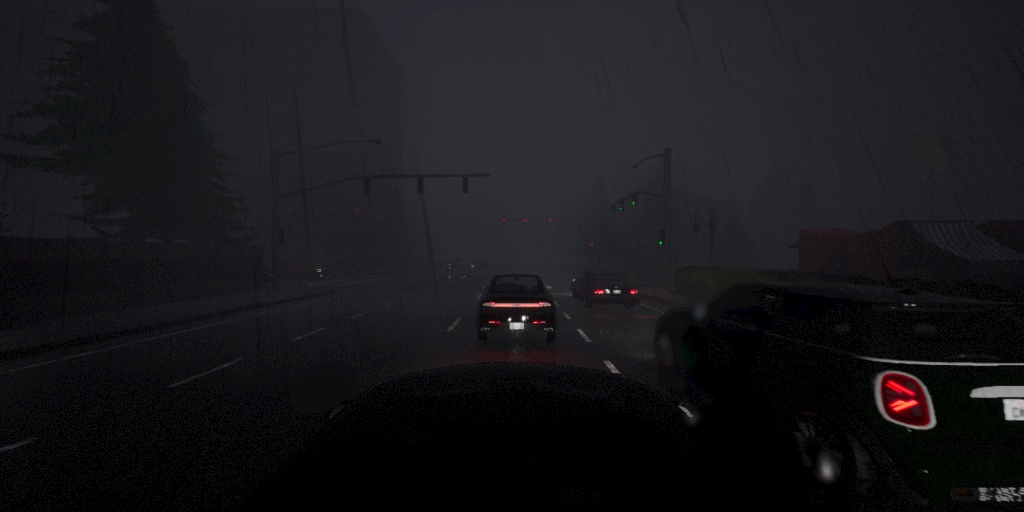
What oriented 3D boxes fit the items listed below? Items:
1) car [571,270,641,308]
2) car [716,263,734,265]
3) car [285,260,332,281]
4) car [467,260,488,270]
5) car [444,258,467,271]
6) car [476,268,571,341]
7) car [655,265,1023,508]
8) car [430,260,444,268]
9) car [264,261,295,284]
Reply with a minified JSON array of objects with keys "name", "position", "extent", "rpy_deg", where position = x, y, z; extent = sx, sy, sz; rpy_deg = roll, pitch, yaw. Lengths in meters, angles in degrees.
[{"name":"car","position":[3.707,1.297,15.050],"extent":[2.033,1.411,5.357],"rpy_deg":[0,0,1]},{"name":"car","position":[19.259,1.368,32.822],"extent":[4.181,1.385,1.994],"rpy_deg":[0,0,1]},{"name":"car","position":[-17.416,1.158,29.698],"extent":[4.553,1.767,2.097],"rpy_deg":[0,0,1]},{"name":"car","position":[-4.714,1.314,51.535],"extent":[1.994,1.385,4.181],"rpy_deg":[0,0,-18]},{"name":"car","position":[-7.624,1.102,47.906],"extent":[2.097,1.767,4.553],"rpy_deg":[0,0,-12]},{"name":"car","position":[0.135,1.242,9.873],"extent":[2.128,1.511,4.902],"rpy_deg":[0,0,1]},{"name":"car","position":[3.622,1.101,4.638],"extent":[2.097,1.767,4.553],"rpy_deg":[0,0,0]},{"name":"car","position":[-11.550,1.351,59.277],"extent":[1.895,1.301,4.718],"rpy_deg":[0,0,-31]},{"name":"car","position":[-19.178,1.297,26.223],"extent":[4.902,1.511,2.128],"rpy_deg":[0,0,1]}]
